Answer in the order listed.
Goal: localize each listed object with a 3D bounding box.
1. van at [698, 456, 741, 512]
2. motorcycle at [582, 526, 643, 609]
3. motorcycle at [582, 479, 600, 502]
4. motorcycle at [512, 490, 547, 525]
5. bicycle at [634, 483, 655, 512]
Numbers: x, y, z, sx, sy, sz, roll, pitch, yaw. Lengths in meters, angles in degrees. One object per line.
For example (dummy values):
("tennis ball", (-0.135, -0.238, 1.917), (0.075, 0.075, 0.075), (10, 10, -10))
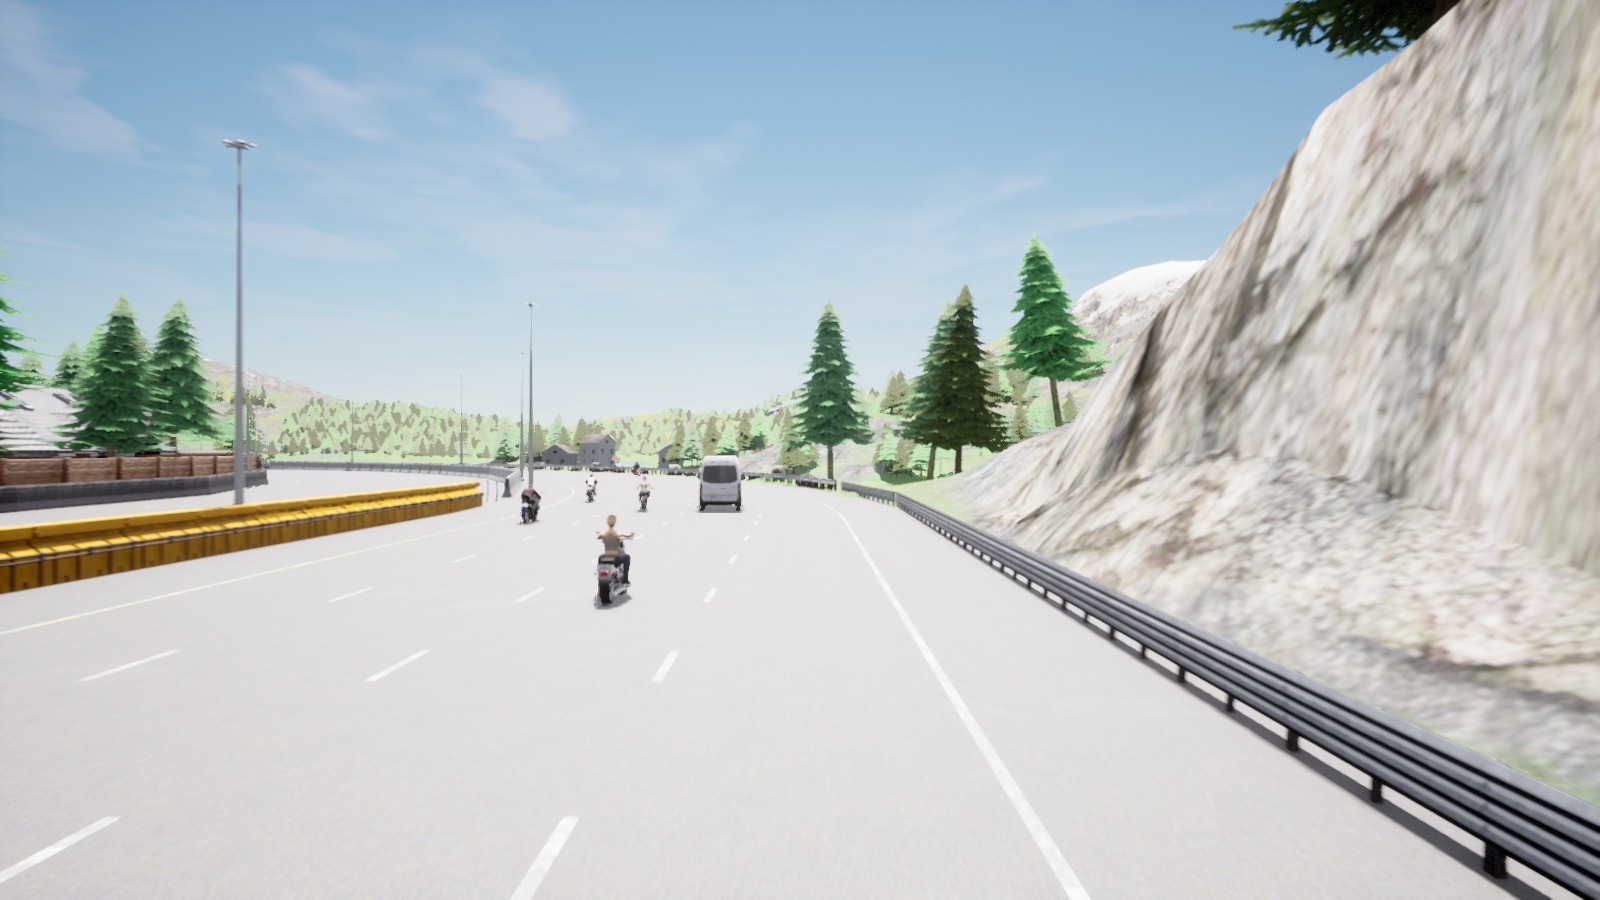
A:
("van", (-3.835, 1.564, 55.237), (1.988, 2.561, 5.915), (0, 0, -3))
("motorcycle", (-3.488, 2.158, 21.469), (0.764, 1.325, 2.356), (0, 0, 0))
("motorcycle", (-11.429, 2.210, 62.595), (0.803, 1.217, 2.033), (0, 0, -6))
("motorcycle", (-10.490, 2.229, 44.388), (0.867, 1.251, 2.209), (0, 0, -1))
("bicycle", (-7.194, 2.177, 52.887), (0.859, 1.295, 1.487), (0, 0, -2))
